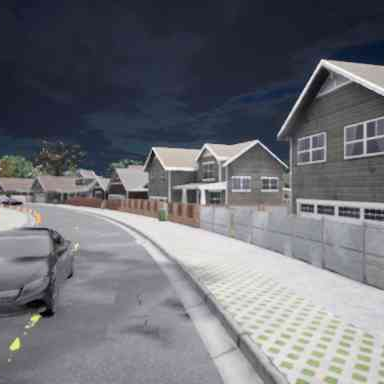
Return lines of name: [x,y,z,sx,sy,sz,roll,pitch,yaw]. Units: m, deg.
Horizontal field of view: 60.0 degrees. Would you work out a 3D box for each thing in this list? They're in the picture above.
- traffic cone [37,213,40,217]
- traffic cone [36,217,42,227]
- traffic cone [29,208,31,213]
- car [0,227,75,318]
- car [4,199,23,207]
traffic cone: [-12.329,2.174,26.899,0.340,0.580,0.340,0,0,-24]
traffic cone: [-10.409,2.138,22.409,0.340,0.580,0.340,0,0,-22]
traffic cone: [-19.314,2.233,39.764,0.340,0.580,0.340,0,0,-33]
car: [-3.770,1.569,7.472,1.812,1.442,4.674,0,0,-13]
car: [-30.707,1.854,57.299,1.895,1.301,4.718,0,0,-44]
